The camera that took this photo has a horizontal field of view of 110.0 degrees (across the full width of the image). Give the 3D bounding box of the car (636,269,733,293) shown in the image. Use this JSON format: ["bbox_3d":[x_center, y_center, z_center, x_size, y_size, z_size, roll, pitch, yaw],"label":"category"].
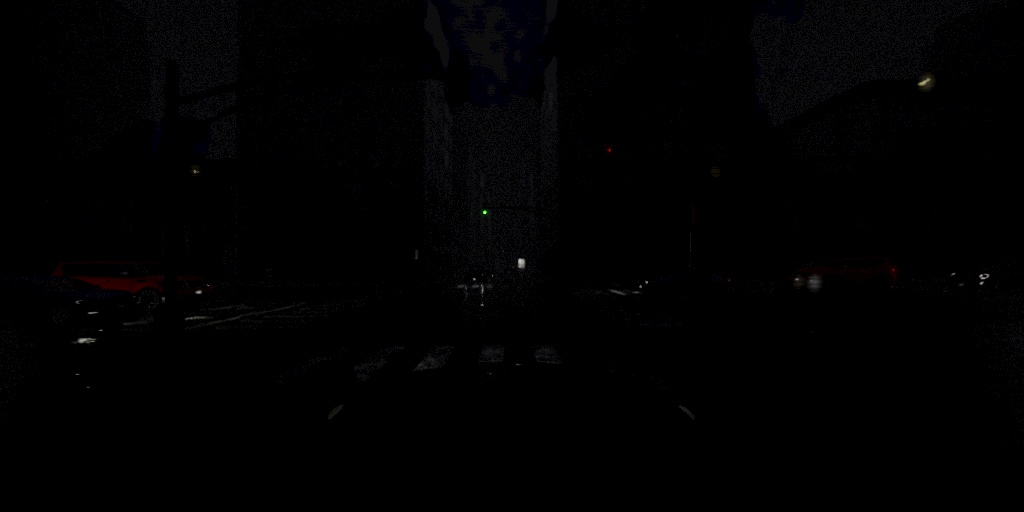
[{"bbox_3d":[10.630,1.498,22.278,5.357,1.411,2.033,0,-1,-1],"label":"car"}]

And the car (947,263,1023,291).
[{"bbox_3d":[30.488,1.233,22.539,4.553,1.767,2.097,0,-1,-1],"label":"car"}]

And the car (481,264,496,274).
[{"bbox_3d":[-3.536,2.002,54.592,2.033,1.411,5.357,0,-1,-1],"label":"car"}]

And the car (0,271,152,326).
[{"bbox_3d":[-15.566,1.414,11.973,5.008,1.535,1.882,0,-1,-1],"label":"car"}]

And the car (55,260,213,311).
[{"bbox_3d":[-16.071,1.202,15.221,5.566,2.045,2.150,0,-1,-1],"label":"car"}]

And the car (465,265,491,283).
[{"bbox_3d":[-3.318,1.771,33.762,1.895,1.301,4.718,0,-1,-1],"label":"car"}]

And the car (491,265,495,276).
[{"bbox_3d":[-3.428,1.815,44.002,1.837,1.490,4.892,0,-1,-1],"label":"car"}]

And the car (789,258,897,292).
[{"bbox_3d":[20.592,1.137,22.416,5.566,2.045,2.150,0,-1,-1],"label":"car"}]
